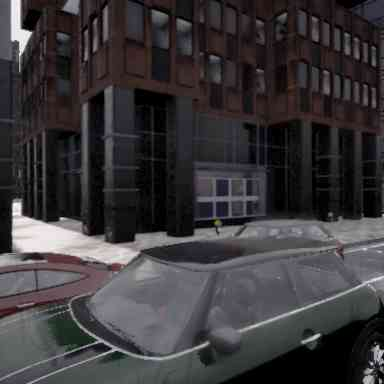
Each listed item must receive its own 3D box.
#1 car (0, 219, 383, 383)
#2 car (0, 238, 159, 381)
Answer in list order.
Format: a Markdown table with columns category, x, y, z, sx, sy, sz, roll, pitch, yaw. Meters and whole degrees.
| category | x | y | z | sx | sy | sz | roll | pitch | yaw |
| --- | --- | --- | --- | --- | --- | --- | --- | --- | --- |
| car | 0.022 | 1.347 | 3.397 | 4.553 | 1.767 | 2.097 | 0 | 0 | -36 |
| car | -2.745 | 1.582 | 4.694 | 4.206 | 1.307 | 1.802 | 0 | 0 | -36 |
